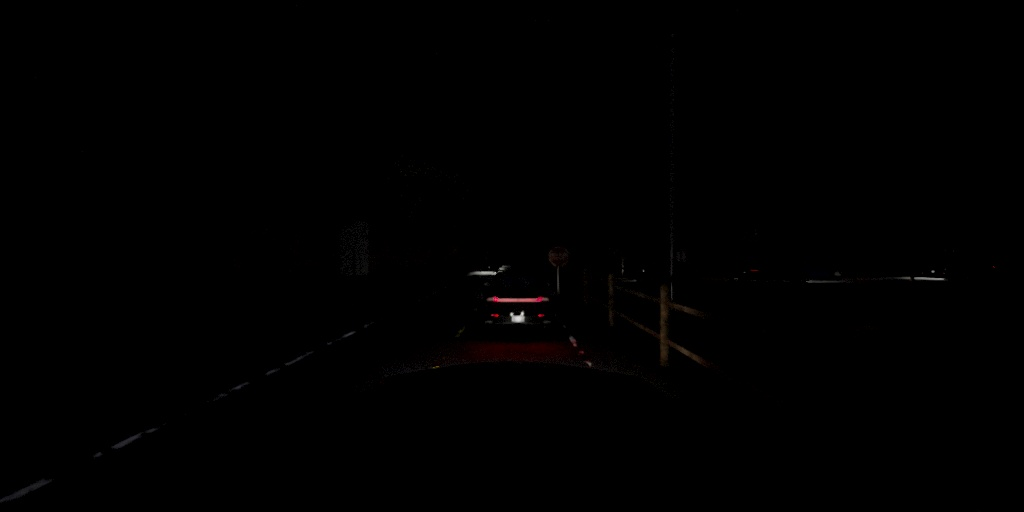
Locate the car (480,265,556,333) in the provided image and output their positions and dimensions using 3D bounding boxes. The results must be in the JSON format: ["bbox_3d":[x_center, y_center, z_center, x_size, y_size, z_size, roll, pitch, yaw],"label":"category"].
[{"bbox_3d":[0.152,1.197,10.501,2.128,1.511,4.902,0,0,0],"label":"car"}]

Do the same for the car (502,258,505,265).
[{"bbox_3d":[-2.489,1.021,52.945,1.994,1.385,4.181,0,0,1],"label":"car"}]

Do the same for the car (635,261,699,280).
[{"bbox_3d":[12.086,1.094,28.038,4.674,1.442,1.812,0,0,2],"label":"car"}]

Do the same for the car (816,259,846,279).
[{"bbox_3d":[23.139,0.998,28.050,5.008,1.535,1.882,0,0,-1],"label":"car"}]

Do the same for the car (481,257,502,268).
[{"bbox_3d":[-2.574,1.086,42.964,1.994,1.385,4.181,0,0,1],"label":"car"}]

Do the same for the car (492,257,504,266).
[{"bbox_3d":[-2.368,0.892,63.074,1.837,1.490,4.892,0,0,1],"label":"car"}]

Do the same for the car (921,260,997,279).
[{"bbox_3d":[35.031,1.031,28.170,4.181,1.385,1.994,0,0,-1],"label":"car"}]

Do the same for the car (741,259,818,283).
[{"bbox_3d":[18.238,1.097,25.025,4.181,1.385,1.994,0,0,-1],"label":"car"}]
